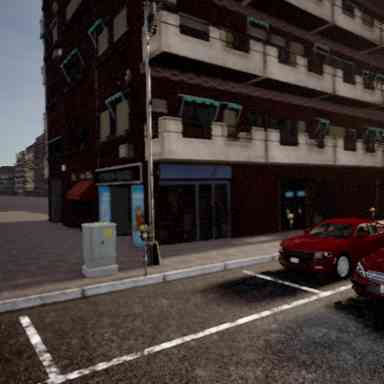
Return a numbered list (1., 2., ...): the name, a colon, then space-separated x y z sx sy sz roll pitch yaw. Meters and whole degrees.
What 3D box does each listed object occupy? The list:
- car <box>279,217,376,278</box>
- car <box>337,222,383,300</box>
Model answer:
1. car: 4.432 1.465 9.734 4.507 1.381 1.887 -1 -1 -35
2. car: 5.354 1.452 7.170 4.674 1.442 1.812 -1 0 -35
